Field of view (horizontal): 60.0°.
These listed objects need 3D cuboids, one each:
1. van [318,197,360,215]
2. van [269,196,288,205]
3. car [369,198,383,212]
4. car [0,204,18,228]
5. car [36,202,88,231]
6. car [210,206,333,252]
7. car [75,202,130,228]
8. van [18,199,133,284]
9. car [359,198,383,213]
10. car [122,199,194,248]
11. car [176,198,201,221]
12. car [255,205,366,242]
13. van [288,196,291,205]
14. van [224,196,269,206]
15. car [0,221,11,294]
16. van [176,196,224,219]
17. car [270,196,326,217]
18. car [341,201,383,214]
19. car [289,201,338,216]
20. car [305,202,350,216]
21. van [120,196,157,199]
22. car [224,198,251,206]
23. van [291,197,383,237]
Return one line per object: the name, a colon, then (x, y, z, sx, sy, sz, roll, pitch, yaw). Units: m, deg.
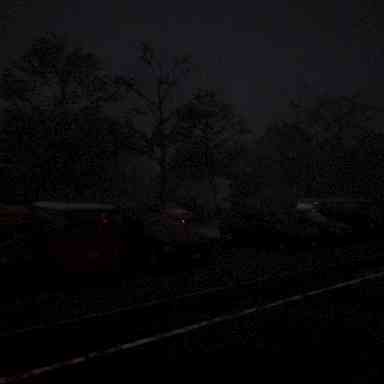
van: (18.161, 1.715, 41.354, 1.878, 1.987, 4.442, 1, -1, -35)
van: (6.978, 1.433, 33.400, 1.878, 1.987, 4.442, 1, -1, -35)
car: (29.633, 1.977, 49.335, 2.435, 2.045, 5.566, 1, -1, -35)
car: (-11.100, 1.498, 20.393, 2.097, 1.535, 5.008, 0, 0, -35)
car: (-8.740, 1.510, 22.071, 2.097, 1.535, 5.008, 0, 0, -35)
car: (3.227, 1.565, 14.501, 2.163, 1.488, 4.792, 0, 0, -35)
car: (-6.482, 1.524, 23.676, 2.231, 1.521, 4.892, 0, 0, -35)
van: (-3.643, 1.272, 9.795, 1.878, 1.987, 4.442, 0, 0, -35)
car: (27.376, 1.920, 47.730, 2.435, 2.045, 5.566, 1, -1, -35)
car: (-2.489, 1.390, 15.920, 4.553, 1.767, 2.097, 0, 0, -35)
car: (-1.863, 1.545, 26.742, 1.946, 1.575, 5.366, 0, 0, -35)
car: (5.471, 1.588, 16.137, 2.002, 1.452, 4.674, 0, 0, -35)
van: (9.133, 1.487, 34.933, 1.878, 1.987, 4.442, 1, -1, -35)
van: (4.748, 1.374, 31.528, 1.878, 1.987, 4.442, 1, -1, -35)
car: (-5.840, 1.526, 8.092, 2.002, 1.452, 4.674, 0, 0, -35)
van: (0.355, 1.334, 28.402, 1.878, 1.987, 4.442, 0, 0, -35)
car: (11.475, 1.519, 36.420, 2.435, 2.045, 5.566, 1, -1, -35)
car: (22.844, 2.057, 44.534, 2.097, 1.535, 5.008, 1, -1, -35)
car: (13.816, 1.829, 38.113, 2.097, 1.535, 5.008, 1, -1, -35)
car: (16.071, 1.927, 39.721, 2.002, 1.452, 4.674, 1, -1, -35)
van: (-4.295, 1.309, 25.382, 1.878, 1.987, 4.442, 0, 0, -35)
car: (2.540, 1.572, 30.107, 2.097, 1.535, 5.008, 0, 0, -35)
van: (7.804, 1.334, 17.650, 1.878, 1.987, 4.442, 0, 0, -35)
